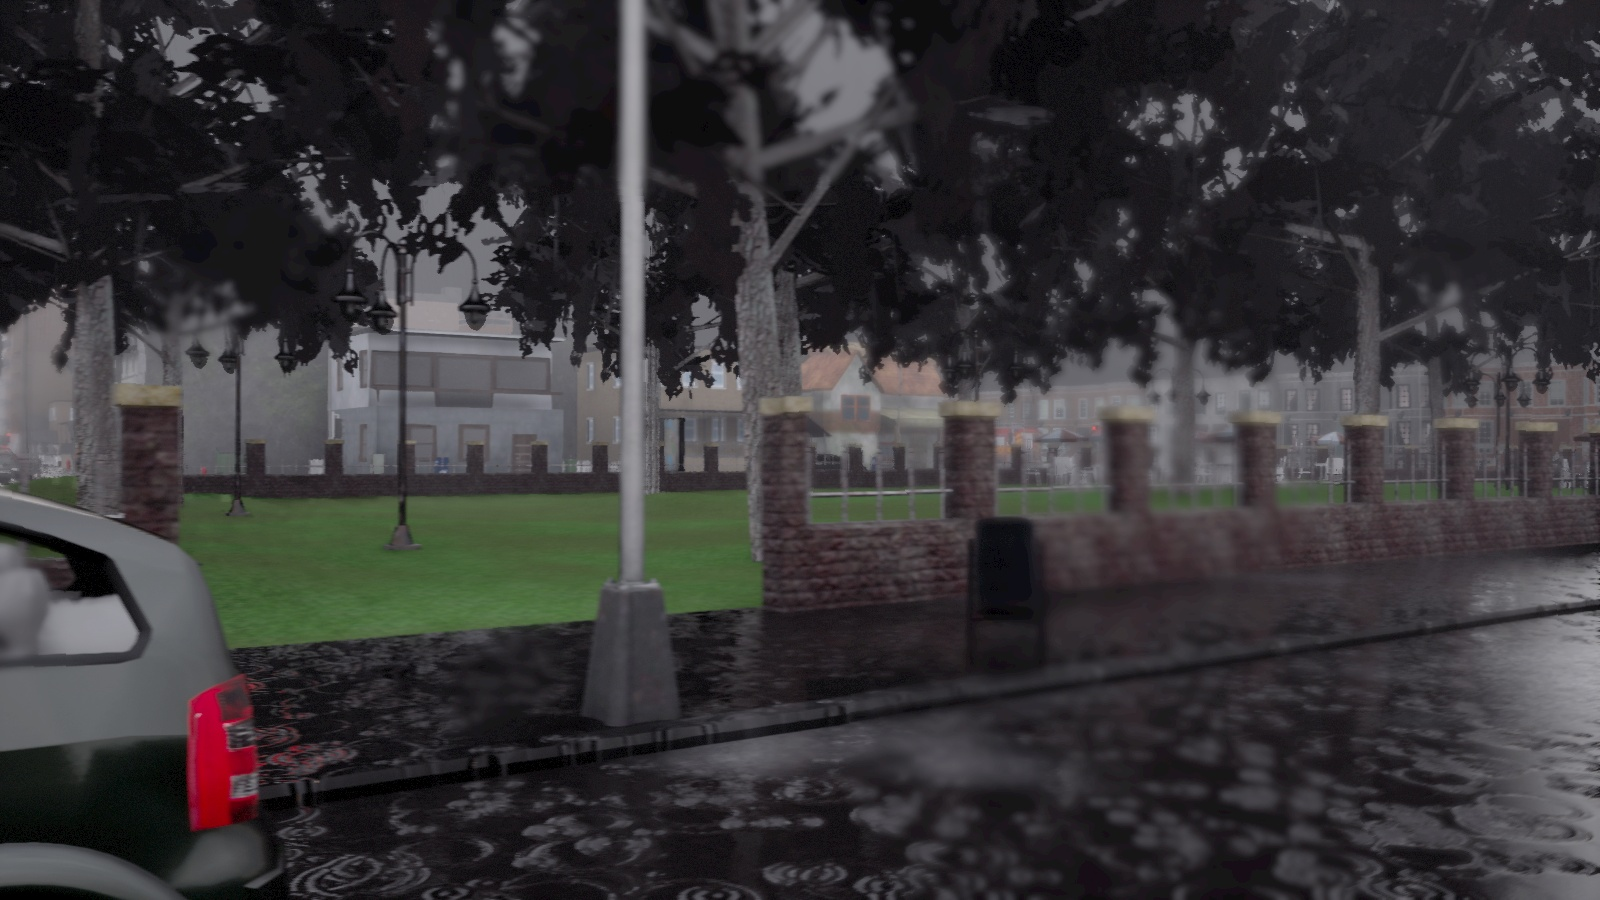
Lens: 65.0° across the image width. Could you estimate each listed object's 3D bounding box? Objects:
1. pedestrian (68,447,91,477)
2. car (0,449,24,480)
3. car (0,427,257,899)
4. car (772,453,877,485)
[{"bbox_3d":[-45.312,0.746,78.975,0.900,1.855,0.874,0,0,26],"label":"pedestrian"},{"bbox_3d":[-44.446,0.789,69.619,2.152,1.651,5.027,0,0,-35],"label":"car"},{"bbox_3d":[-3.087,0.735,2.119,3.705,1.549,1.789,0,0,-35],"label":"car"},{"bbox_3d":[1.184,0.905,60.275,4.892,1.490,1.837,0,0,-35],"label":"car"}]
